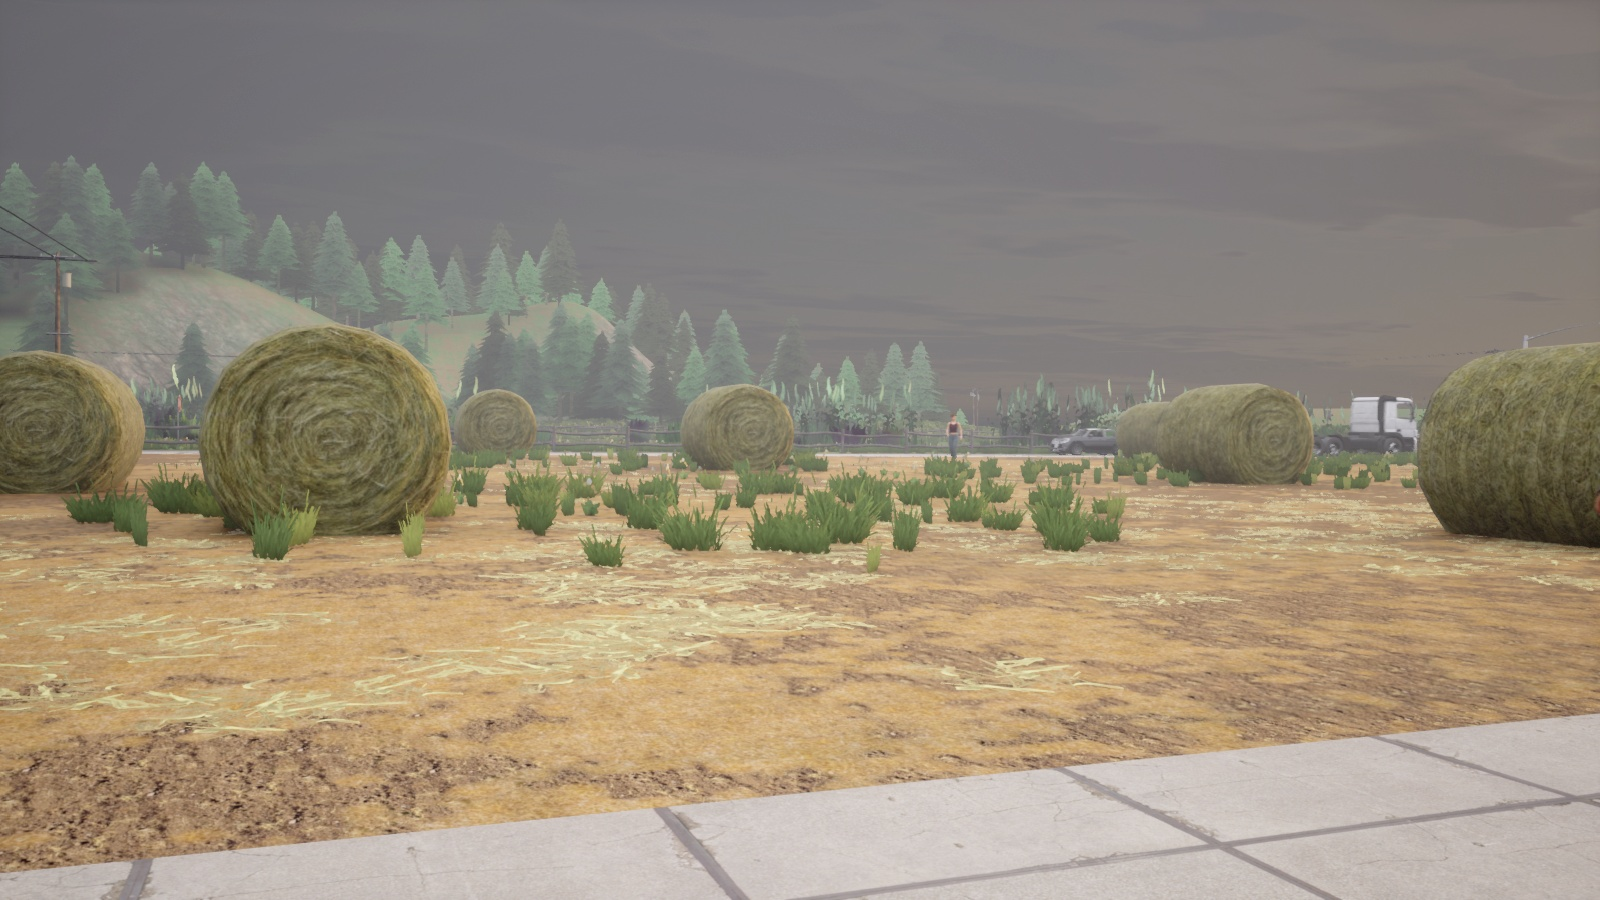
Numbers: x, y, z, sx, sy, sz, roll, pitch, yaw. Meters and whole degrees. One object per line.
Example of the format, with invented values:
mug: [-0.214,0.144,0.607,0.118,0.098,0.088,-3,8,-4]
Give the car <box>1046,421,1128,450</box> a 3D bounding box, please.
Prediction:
car: [15.393,-0.792,67.429,3.806,1.475,1.970,-1,1,-17]

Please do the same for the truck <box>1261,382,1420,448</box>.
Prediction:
truck: [29.261,-1.891,67.986,7.936,3.462,2.891,-1,1,-17]

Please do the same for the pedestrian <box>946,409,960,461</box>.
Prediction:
pedestrian: [5.427,-0.528,44.493,0.345,1.836,0.594,0,1,22]

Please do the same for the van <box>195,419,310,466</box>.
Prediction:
van: [-24.081,-0.362,55.379,4.442,1.987,1.775,-1,1,-17]
